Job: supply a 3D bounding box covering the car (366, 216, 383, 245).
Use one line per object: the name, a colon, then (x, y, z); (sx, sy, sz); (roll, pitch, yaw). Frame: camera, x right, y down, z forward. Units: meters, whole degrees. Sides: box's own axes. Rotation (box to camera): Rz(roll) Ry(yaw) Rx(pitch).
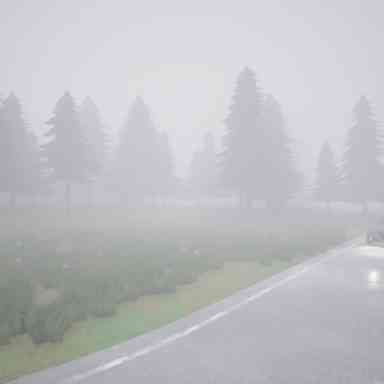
car: (10.203, 1.900, 16.860); (1.994, 1.385, 4.181); (-2, -2, 37)
